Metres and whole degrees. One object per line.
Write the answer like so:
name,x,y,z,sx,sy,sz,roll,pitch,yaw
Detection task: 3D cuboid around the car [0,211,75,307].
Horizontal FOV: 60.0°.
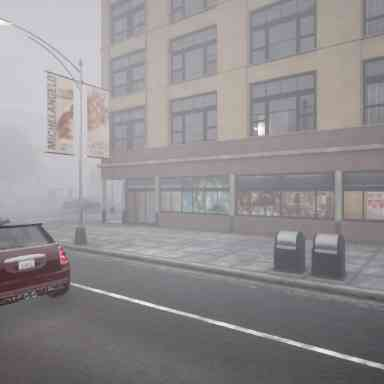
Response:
car,-4.763,1.352,7.369,4.553,1.767,2.097,0,0,36

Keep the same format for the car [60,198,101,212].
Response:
car,-12.928,1.491,38.927,2.128,1.511,4.902,0,0,36
